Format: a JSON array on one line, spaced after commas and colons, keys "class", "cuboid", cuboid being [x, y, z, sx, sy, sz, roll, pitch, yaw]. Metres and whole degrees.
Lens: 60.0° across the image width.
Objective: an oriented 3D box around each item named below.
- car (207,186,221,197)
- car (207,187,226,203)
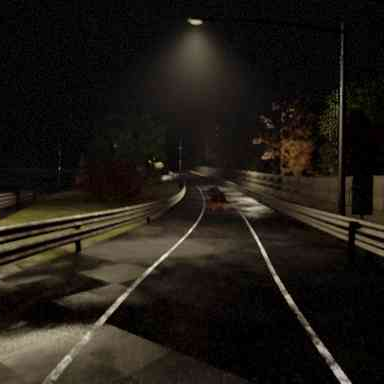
[{"class": "car", "cuboid": [3.514, -0.090, 53.299, 1.812, 1.442, 4.674, 0, 5, -1]}, {"class": "car", "cuboid": [3.352, 0.569, 43.052, 1.882, 1.535, 5.008, 1, 3, 1]}]
